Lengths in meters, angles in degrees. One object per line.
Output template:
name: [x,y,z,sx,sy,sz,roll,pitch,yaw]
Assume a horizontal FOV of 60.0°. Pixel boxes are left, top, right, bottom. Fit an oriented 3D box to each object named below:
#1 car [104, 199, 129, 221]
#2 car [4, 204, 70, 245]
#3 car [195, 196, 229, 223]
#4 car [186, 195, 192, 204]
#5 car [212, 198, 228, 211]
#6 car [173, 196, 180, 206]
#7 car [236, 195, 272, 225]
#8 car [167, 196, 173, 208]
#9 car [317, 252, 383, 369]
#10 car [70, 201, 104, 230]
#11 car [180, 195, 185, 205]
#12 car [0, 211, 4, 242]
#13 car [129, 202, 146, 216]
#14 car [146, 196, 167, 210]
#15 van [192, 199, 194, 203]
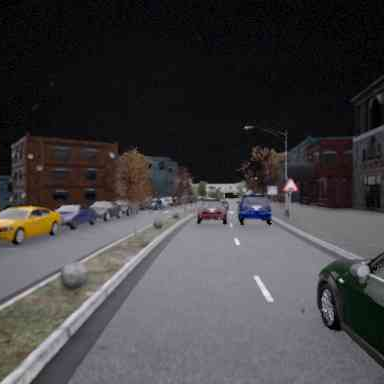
car: [-7.105,1.462,26.853,2.231,1.521,4.892,0,0,7]
car: [-8.073,1.461,15.799,2.097,1.535,5.008,0,0,4]
car: [1.618,1.343,25.381,2.097,1.767,4.553,0,0,6]
car: [-1.898,1.748,70.712,2.231,1.521,4.892,0,0,7]
car: [3.656,1.587,42.753,1.837,1.490,4.892,0,0,7]
car: [-3.850,1.493,54.292,2.185,1.767,4.553,0,0,7]
car: [4.514,1.215,24.521,2.150,2.045,5.566,0,0,6]
car: [-4.521,1.623,48.655,2.002,1.452,4.674,0,0,7]
car: [3.218,1.353,4.010,2.097,1.767,4.553,0,0,1]
car: [-7.648,1.498,21.331,2.002,1.452,4.674,0,0,6]
car: [-3.198,1.532,59.774,2.185,1.767,4.553,0,0,7]
car: [-8.378,1.338,10.284,2.185,1.767,4.553,0,0,3]
car: [-6.461,1.482,32.335,2.231,1.521,4.892,0,0,7]
car: [-5.169,1.422,43.201,2.185,1.767,4.553,0,0,7]
van: [-1.260,1.572,76.074,1.878,1.987,4.442,0,-1,7]
